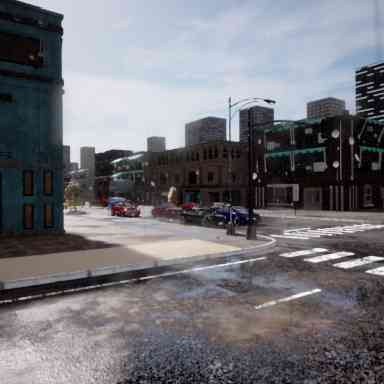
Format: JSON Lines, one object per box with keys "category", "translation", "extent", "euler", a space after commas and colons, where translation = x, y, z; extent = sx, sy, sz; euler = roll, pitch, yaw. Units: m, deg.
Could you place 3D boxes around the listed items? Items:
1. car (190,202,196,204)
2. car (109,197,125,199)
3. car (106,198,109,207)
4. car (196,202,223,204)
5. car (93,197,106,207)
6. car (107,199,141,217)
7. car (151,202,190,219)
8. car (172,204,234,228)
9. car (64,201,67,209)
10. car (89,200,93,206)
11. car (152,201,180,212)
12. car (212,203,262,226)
{"category": "car", "translation": [-0.401, 1.903, 40.819], "extent": [1.802, 1.307, 4.206], "euler": [-2, 0, -35]}
{"category": "car", "translation": [-8.275, 1.793, 41.929], "extent": [2.097, 1.767, 4.553], "euler": [-1, 0, -35]}
{"category": "car", "translation": [-11.235, 2.040, 51.625], "extent": [1.812, 1.442, 4.674], "euler": [-1, 0, -35]}
{"category": "car", "translation": [2.805, 1.809, 36.307], "extent": [2.008, 1.369, 4.403], "euler": [-2, 0, -35]}
{"category": "car", "translation": [-16.442, 1.939, 63.375], "extent": [2.192, 1.841, 5.009], "euler": [-1, 0, -35]}
{"category": "car", "translation": [-7.233, 1.846, 35.962], "extent": [1.967, 1.590, 4.097], "euler": [-1, 0, -35]}
{"category": "car", "translation": [-2.432, 1.891, 33.696], "extent": [1.994, 1.385, 4.181], "euler": [-1, 0, -36]}
{"category": "car", "translation": [0.711, 1.814, 24.581], "extent": [1.947, 1.339, 4.313], "euler": [-2, 0, -35]}
{"category": "car", "translation": [-23.167, 2.232, 58.380], "extent": [1.752, 1.417, 4.829], "euler": [-1, 0, -35]}
{"category": "car", "translation": [-19.643, 2.227, 67.887], "extent": [1.887, 1.381, 4.507], "euler": [-1, 0, -35]}
{"category": "car", "translation": [-3.607, 1.965, 45.330], "extent": [1.802, 1.307, 4.206], "euler": [-2, 0, -35]}
{"category": "car", "translation": [3.333, 1.777, 25.584], "extent": [1.994, 1.385, 4.181], "euler": [-1, 0, -36]}
